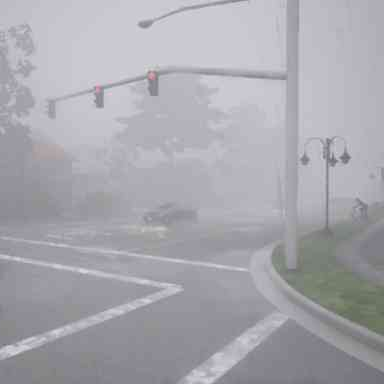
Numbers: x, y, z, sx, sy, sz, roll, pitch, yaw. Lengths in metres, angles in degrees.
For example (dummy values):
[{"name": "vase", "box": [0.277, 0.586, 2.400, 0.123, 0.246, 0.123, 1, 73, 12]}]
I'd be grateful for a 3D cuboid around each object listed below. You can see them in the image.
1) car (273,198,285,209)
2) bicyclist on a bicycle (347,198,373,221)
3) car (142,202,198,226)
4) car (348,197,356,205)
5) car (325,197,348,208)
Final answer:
[{"name": "car", "box": [11.632, 1.467, 41.522, 1.994, 1.385, 4.181, 0, 0, 35]}, {"name": "bicyclist on a bicycle", "box": [12.051, 1.276, 23.884, 1.656, 1.620, 0.582, 0, 0, 35]}, {"name": "car", "box": [-1.374, 1.431, 23.008, 1.812, 1.442, 4.674, 0, 0, 35]}, {"name": "car", "box": [26.539, 1.479, 56.513, 1.994, 1.385, 4.181, 0, 0, 35]}, {"name": "car", "box": [20.715, 1.431, 48.126, 1.837, 1.490, 4.892, 0, 0, 36]}]
